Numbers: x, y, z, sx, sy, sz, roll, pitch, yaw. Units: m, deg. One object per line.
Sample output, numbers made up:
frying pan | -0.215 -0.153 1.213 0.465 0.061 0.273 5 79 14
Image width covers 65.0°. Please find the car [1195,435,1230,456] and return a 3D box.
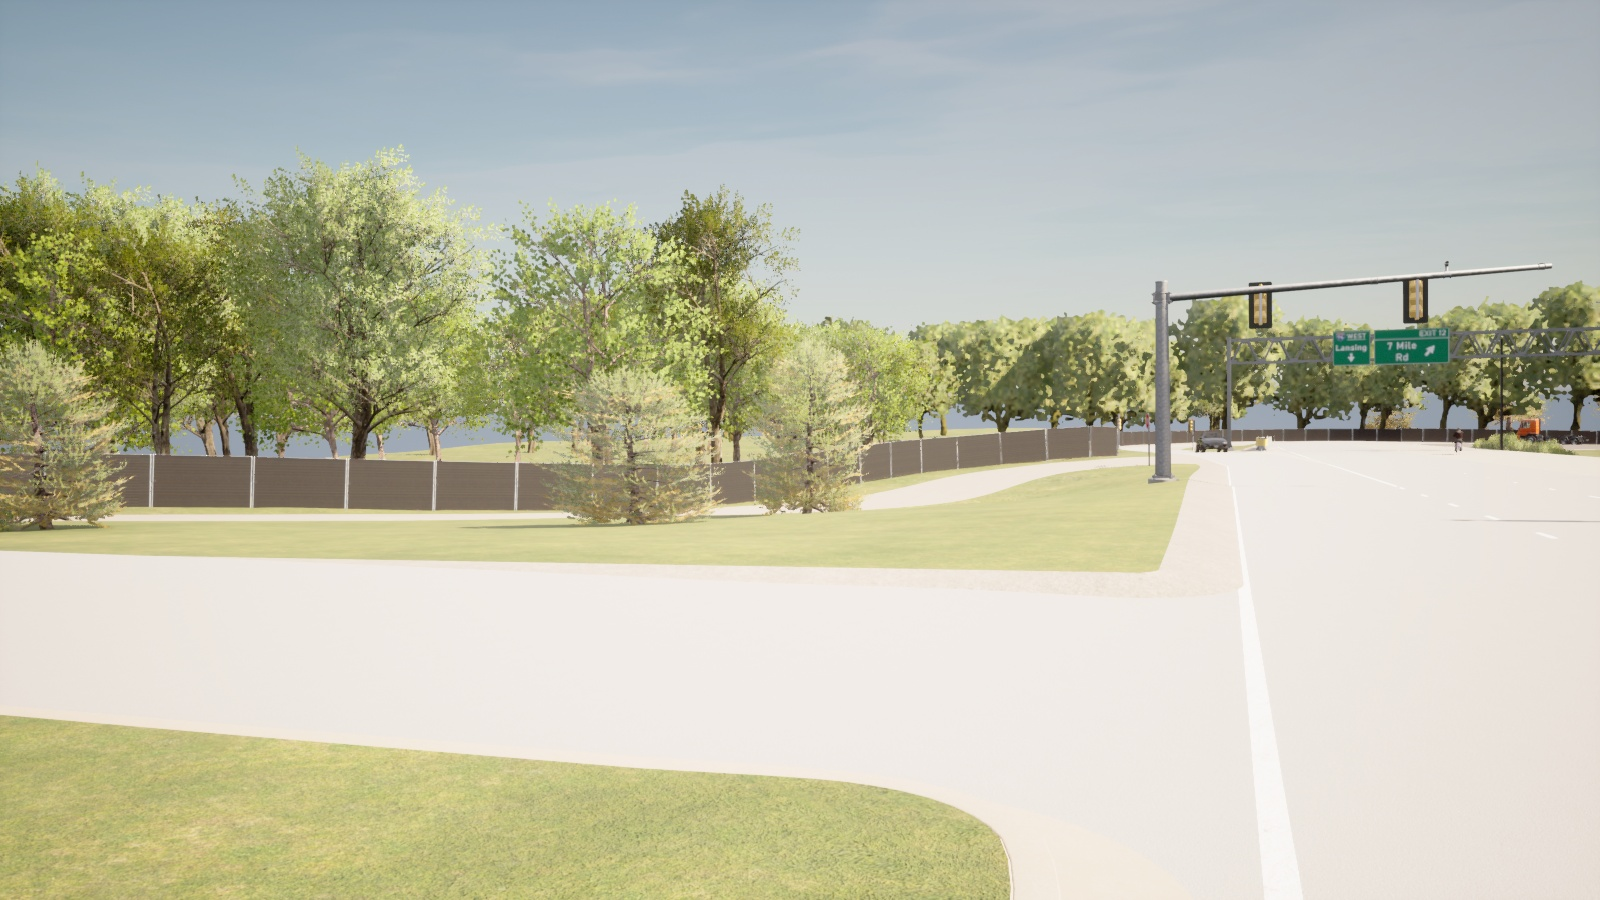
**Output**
car | 29.493 -0.317 89.913 1.816 1.474 4.193 0 0 10
